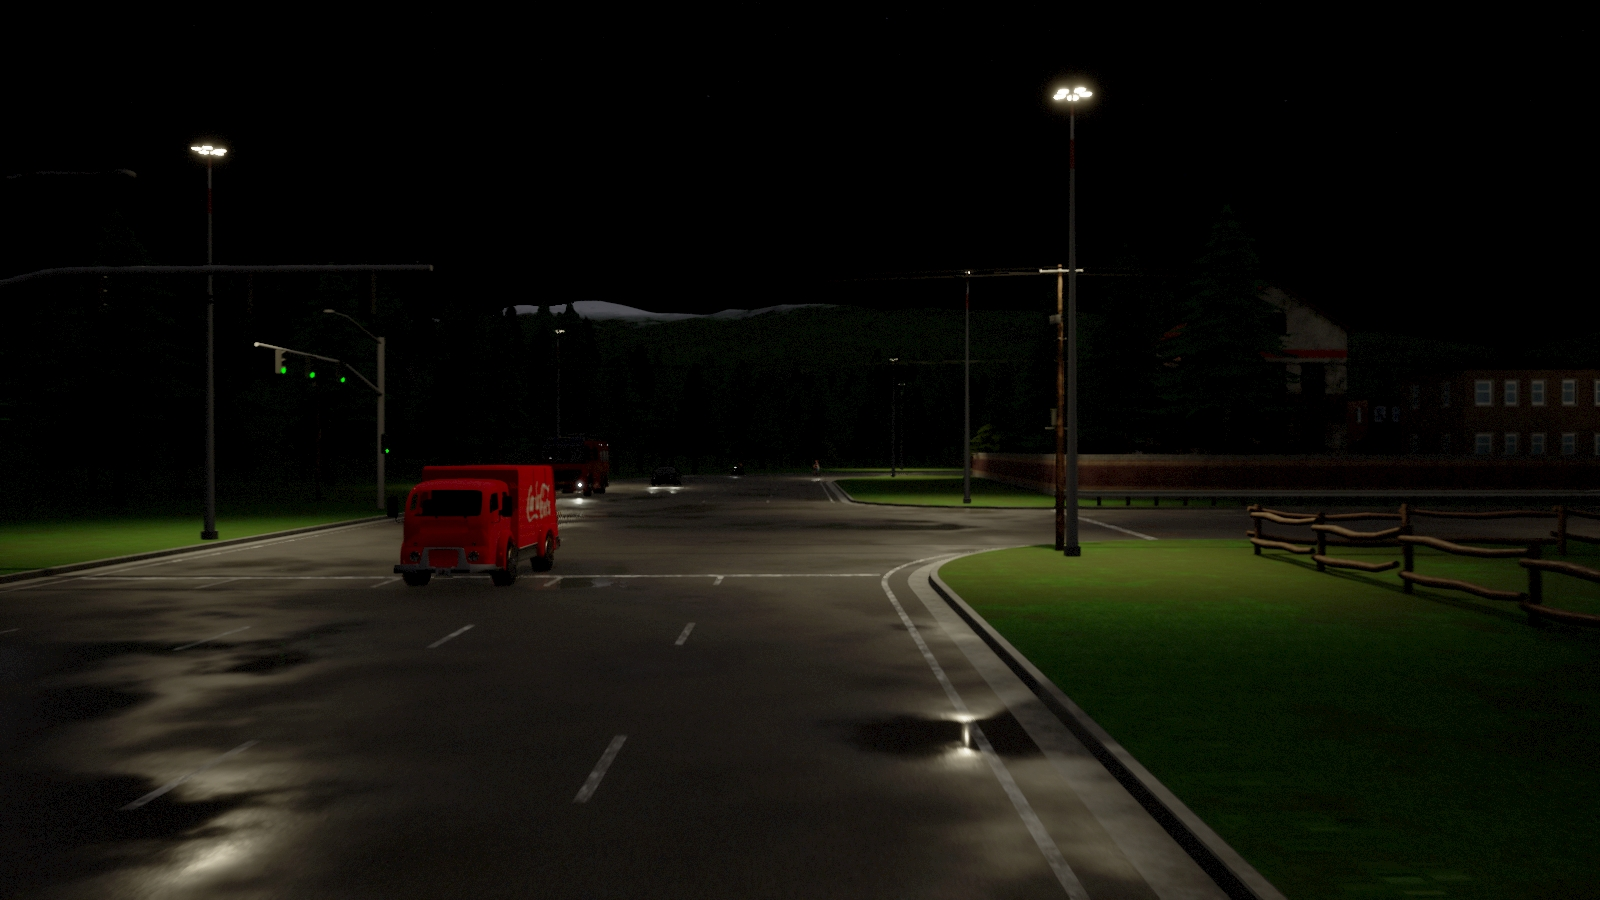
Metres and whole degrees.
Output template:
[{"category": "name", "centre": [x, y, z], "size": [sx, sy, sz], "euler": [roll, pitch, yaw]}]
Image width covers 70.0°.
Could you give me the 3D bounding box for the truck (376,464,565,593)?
[{"category": "truck", "centre": [-6.995, 1.568, 25.012], "size": [2.627, 2.467, 5.204], "euler": [0, 0, 0]}]
